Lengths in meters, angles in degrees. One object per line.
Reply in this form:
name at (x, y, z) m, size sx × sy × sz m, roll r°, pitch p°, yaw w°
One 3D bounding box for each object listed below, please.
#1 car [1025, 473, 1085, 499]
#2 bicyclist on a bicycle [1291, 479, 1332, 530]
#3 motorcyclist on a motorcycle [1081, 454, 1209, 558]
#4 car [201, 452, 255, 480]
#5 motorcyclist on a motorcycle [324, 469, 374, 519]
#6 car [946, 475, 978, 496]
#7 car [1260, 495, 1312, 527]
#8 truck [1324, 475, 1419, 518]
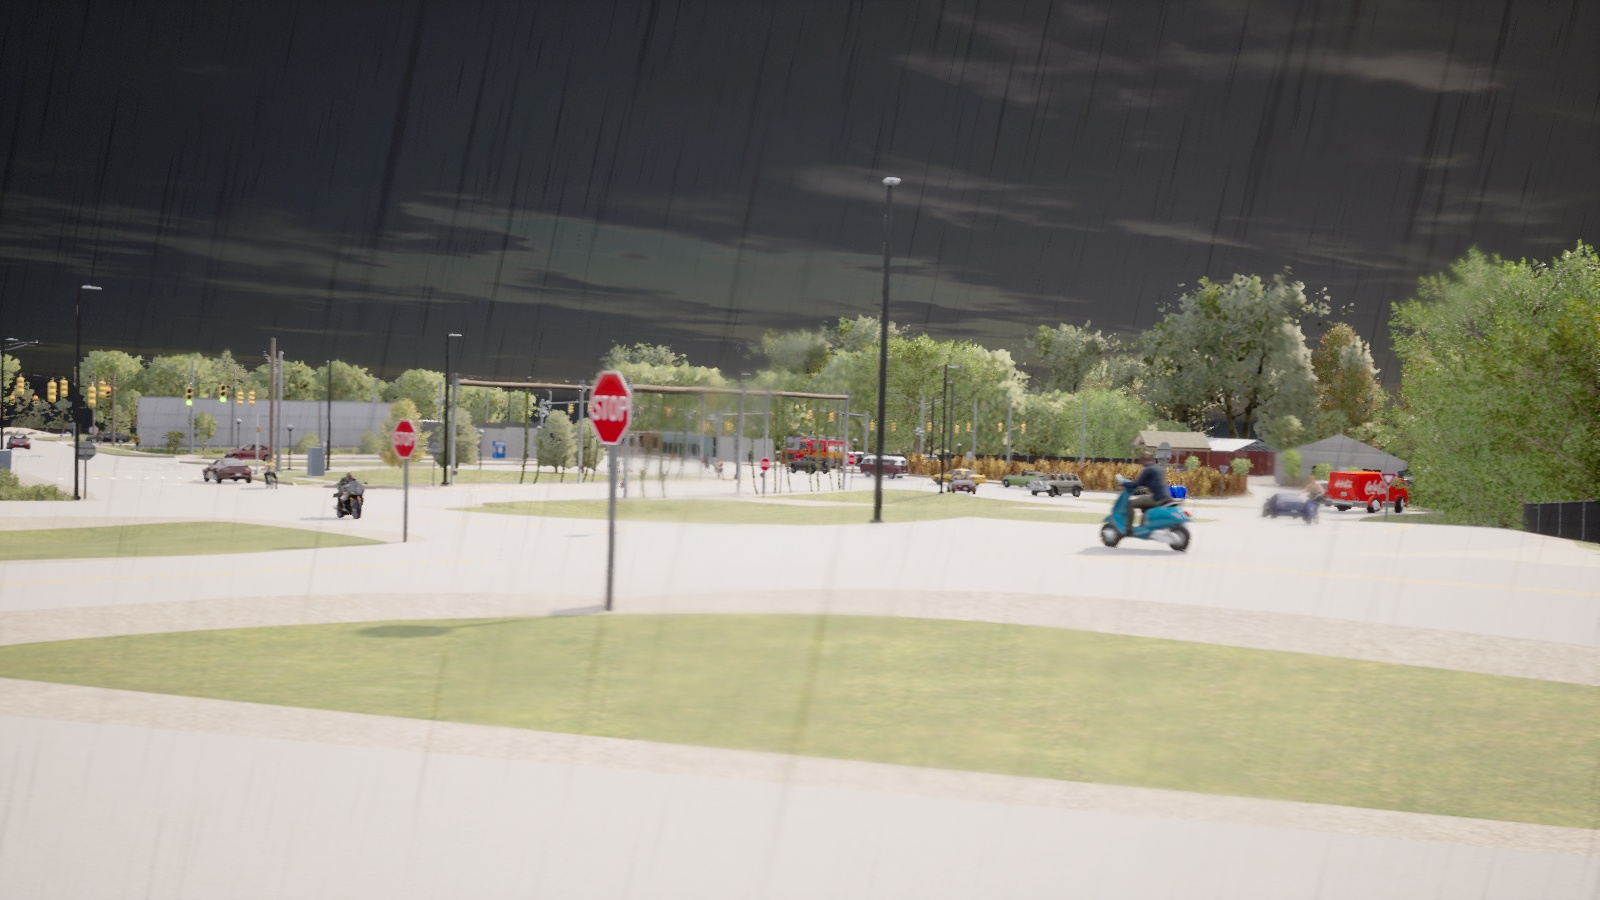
car at (18.962, 2.698, 93.396) m, size 4.605 × 1.855 × 1.932 m, roll 2°, pitch 0°, yaw -41°
bicyclist on a bicycle at (16.617, 1.772, 40.786) m, size 0.866 × 1.612 × 1.509 m, roll 1°, pitch -2°, yaw 36°
motorcyclist on a motorcycle at (5.532, 0.864, 20.201) m, size 0.866 × 1.590 × 1.817 m, roll 0°, pitch -1°, yaw -39°
car at (-33.330, 0.928, 73.114) m, size 1.812 × 1.442 × 4.674 m, roll 1°, pitch 1°, yaw -38°
motorcyclist on a motorcycle at (-14.293, 1.368, 39.767) m, size 0.866 × 1.530 × 2.191 m, roll 1°, pitch -1°, yaw -37°
car at (11.936, 2.618, 92.932) m, size 1.816 × 1.474 × 4.193 m, roll 1°, pitch 0°, yaw 0°
car at (26.348, 3.263, 68.186) m, size 1.812 × 1.442 × 4.674 m, roll 2°, pitch 0°, yaw 11°
truck at (35.183, 2.866, 77.339) m, size 5.204 × 2.467 × 2.627 m, roll 2°, pitch 1°, yaw -28°
